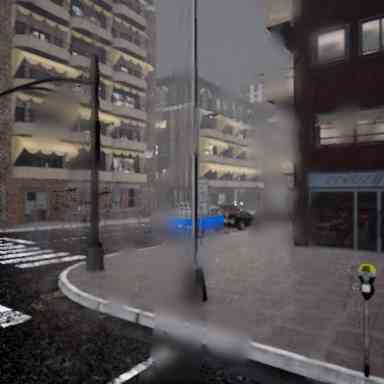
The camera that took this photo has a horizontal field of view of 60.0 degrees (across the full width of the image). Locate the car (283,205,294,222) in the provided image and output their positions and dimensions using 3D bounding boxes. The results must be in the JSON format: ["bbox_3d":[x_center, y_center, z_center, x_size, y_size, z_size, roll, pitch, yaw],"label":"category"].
[{"bbox_3d":[9.901,2.255,33.709,2.008,1.369,4.403,-1,-2,35],"label":"car"}]

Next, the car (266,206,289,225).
[{"bbox_3d":[6.694,2.179,29.191,1.802,1.307,4.206,-1,-2,35],"label":"car"}]

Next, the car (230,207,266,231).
[{"bbox_3d":[3.489,2.057,24.675,1.947,1.339,4.313,-1,-2,35],"label":"car"}]

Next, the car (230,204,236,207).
[{"bbox_3d":[3.088,1.987,34.026,2.097,1.767,4.553,0,-1,35],"label":"car"}]

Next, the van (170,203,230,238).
[{"bbox_3d":[0.419,1.725,20.065,1.690,1.788,3.998,-1,-2,35],"label":"van"}]
